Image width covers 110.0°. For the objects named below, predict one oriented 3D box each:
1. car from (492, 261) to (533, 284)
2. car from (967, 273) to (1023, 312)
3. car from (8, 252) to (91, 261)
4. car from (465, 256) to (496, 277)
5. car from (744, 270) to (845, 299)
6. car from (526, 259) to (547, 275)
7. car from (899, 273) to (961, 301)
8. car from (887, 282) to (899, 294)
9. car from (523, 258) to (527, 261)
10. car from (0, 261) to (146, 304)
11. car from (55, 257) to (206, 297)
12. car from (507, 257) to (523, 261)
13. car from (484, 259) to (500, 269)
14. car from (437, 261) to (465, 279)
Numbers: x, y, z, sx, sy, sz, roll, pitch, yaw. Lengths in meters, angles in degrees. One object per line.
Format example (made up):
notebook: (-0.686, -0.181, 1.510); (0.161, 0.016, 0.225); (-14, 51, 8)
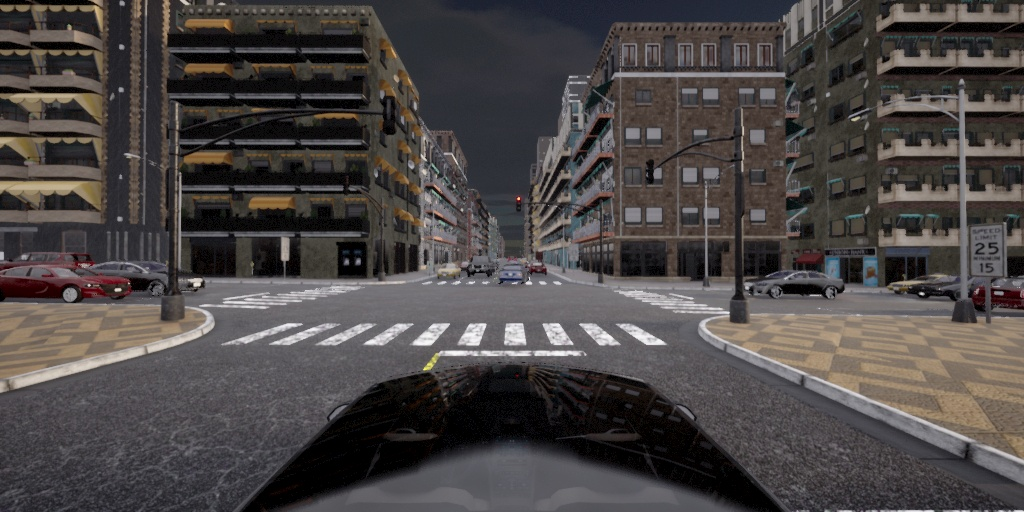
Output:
car: (0.161, 1.298, 26.706); (2.033, 1.411, 5.357); (0, 0, 7)
car: (20.843, 1.498, 13.920); (4.097, 1.591, 1.967); (0, 0, 0)
car: (-28.632, 0.683, 21.928); (5.009, 1.841, 2.192); (0, 0, 0)
car: (-3.076, 0.973, 35.167); (2.150, 2.045, 5.566); (0, 0, 0)
car: (15.318, 1.519, 19.647); (4.902, 1.511, 2.128); (1, -1, -1)
car: (2.717, 1.297, 38.263); (1.888, 1.381, 4.507); (0, 0, 0)
car: (25.178, 1.729, 19.710); (5.357, 1.411, 2.033); (1, -1, 0)
car: (26.261, 1.751, 22.272); (4.829, 1.417, 1.751); (0, 0, 0)
car: (2.721, 1.192, 43.787); (1.967, 1.591, 4.097); (0, 0, 0)
car: (-17.254, 1.009, 13.626); (4.507, 1.381, 1.888); (0, 0, 0)
car: (-16.736, 0.986, 16.232); (4.902, 1.511, 2.128); (1, -1, -1)
car: (0.138, 1.302, 54.437); (2.033, 1.411, 5.357); (0, 0, 0)
car: (-3.052, 1.246, 55.653); (2.128, 1.511, 4.902); (0, 0, 0)
car: (-5.668, 1.276, 32.590); (1.751, 1.417, 4.829); (0, 0, 0)
